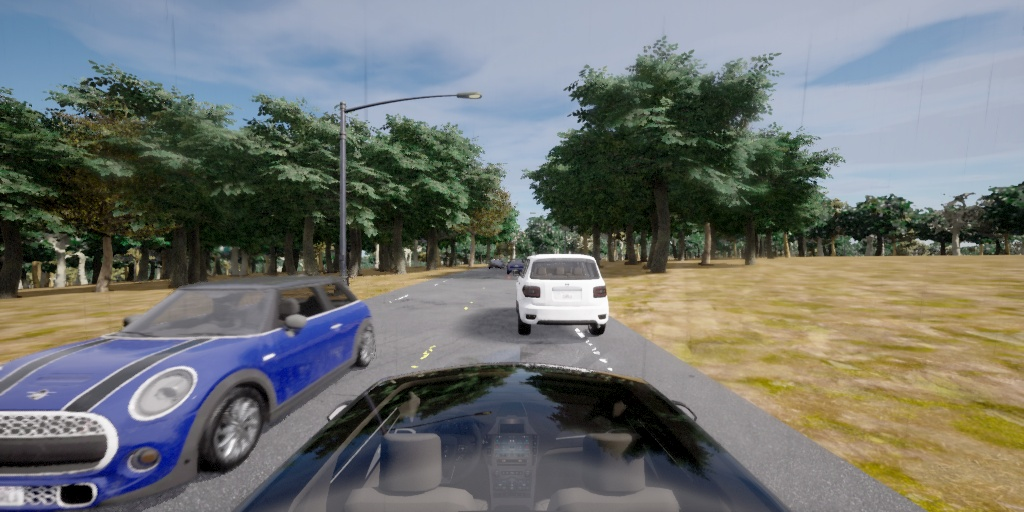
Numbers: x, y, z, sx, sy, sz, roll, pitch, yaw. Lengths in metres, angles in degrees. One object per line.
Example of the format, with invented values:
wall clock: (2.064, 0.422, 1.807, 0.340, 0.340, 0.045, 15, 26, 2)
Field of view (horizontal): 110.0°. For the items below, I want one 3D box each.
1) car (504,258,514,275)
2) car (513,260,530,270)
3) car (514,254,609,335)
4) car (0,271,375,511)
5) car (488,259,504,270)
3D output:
car: (0.623, 1.030, 39.159, 2.097, 1.767, 4.553, 0, 0, 4)
car: (1.385, 1.226, 49.313, 1.895, 1.301, 4.718, 0, 0, 7)
car: (1.226, 0.972, 10.648, 2.150, 2.045, 5.566, 0, 0, 0)
car: (-3.599, 1.102, 4.778, 2.097, 1.767, 4.553, 0, 0, 0)
car: (-2.101, 1.175, 49.708, 2.033, 1.411, 5.357, 0, 0, 6)
